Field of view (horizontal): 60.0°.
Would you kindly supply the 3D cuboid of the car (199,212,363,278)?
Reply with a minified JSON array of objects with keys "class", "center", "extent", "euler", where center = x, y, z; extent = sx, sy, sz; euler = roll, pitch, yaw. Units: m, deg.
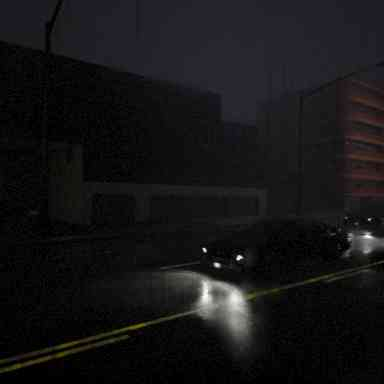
[{"class":"car","center":[2.826,1.520,10.305],"extent":[5.357,1.411,2.033],"euler":[-1,0,-35]}]

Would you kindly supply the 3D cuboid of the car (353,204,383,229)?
[{"class":"car","center":[11.707,1.461,20.816],"extent":[5.357,1.411,2.033],"euler":[0,0,-35]}]
